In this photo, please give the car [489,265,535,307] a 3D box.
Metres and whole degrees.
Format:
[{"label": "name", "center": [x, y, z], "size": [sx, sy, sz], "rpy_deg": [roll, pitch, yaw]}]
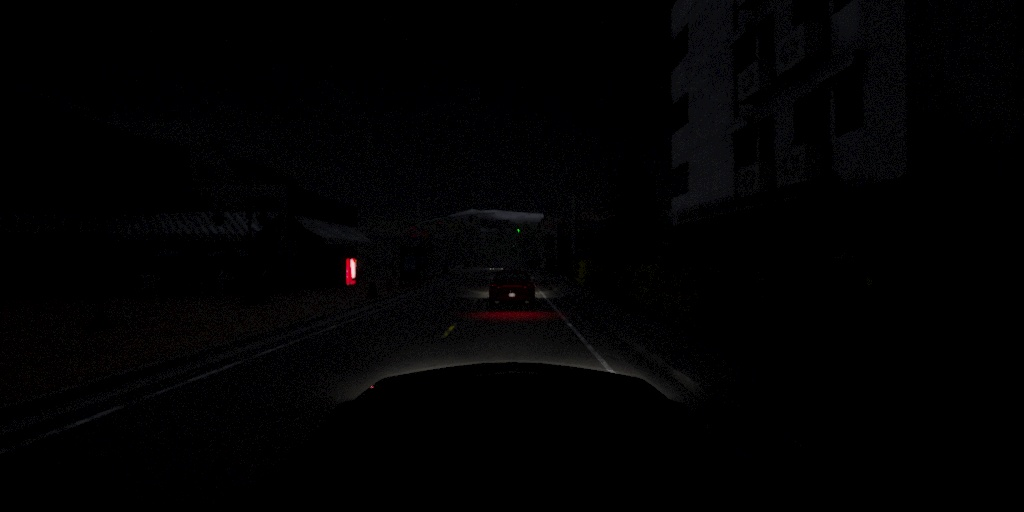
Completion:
[{"label": "car", "center": [0.006, 1.368, 16.316], "size": [1.882, 1.535, 5.008], "rpy_deg": [0, 0, 0]}]
